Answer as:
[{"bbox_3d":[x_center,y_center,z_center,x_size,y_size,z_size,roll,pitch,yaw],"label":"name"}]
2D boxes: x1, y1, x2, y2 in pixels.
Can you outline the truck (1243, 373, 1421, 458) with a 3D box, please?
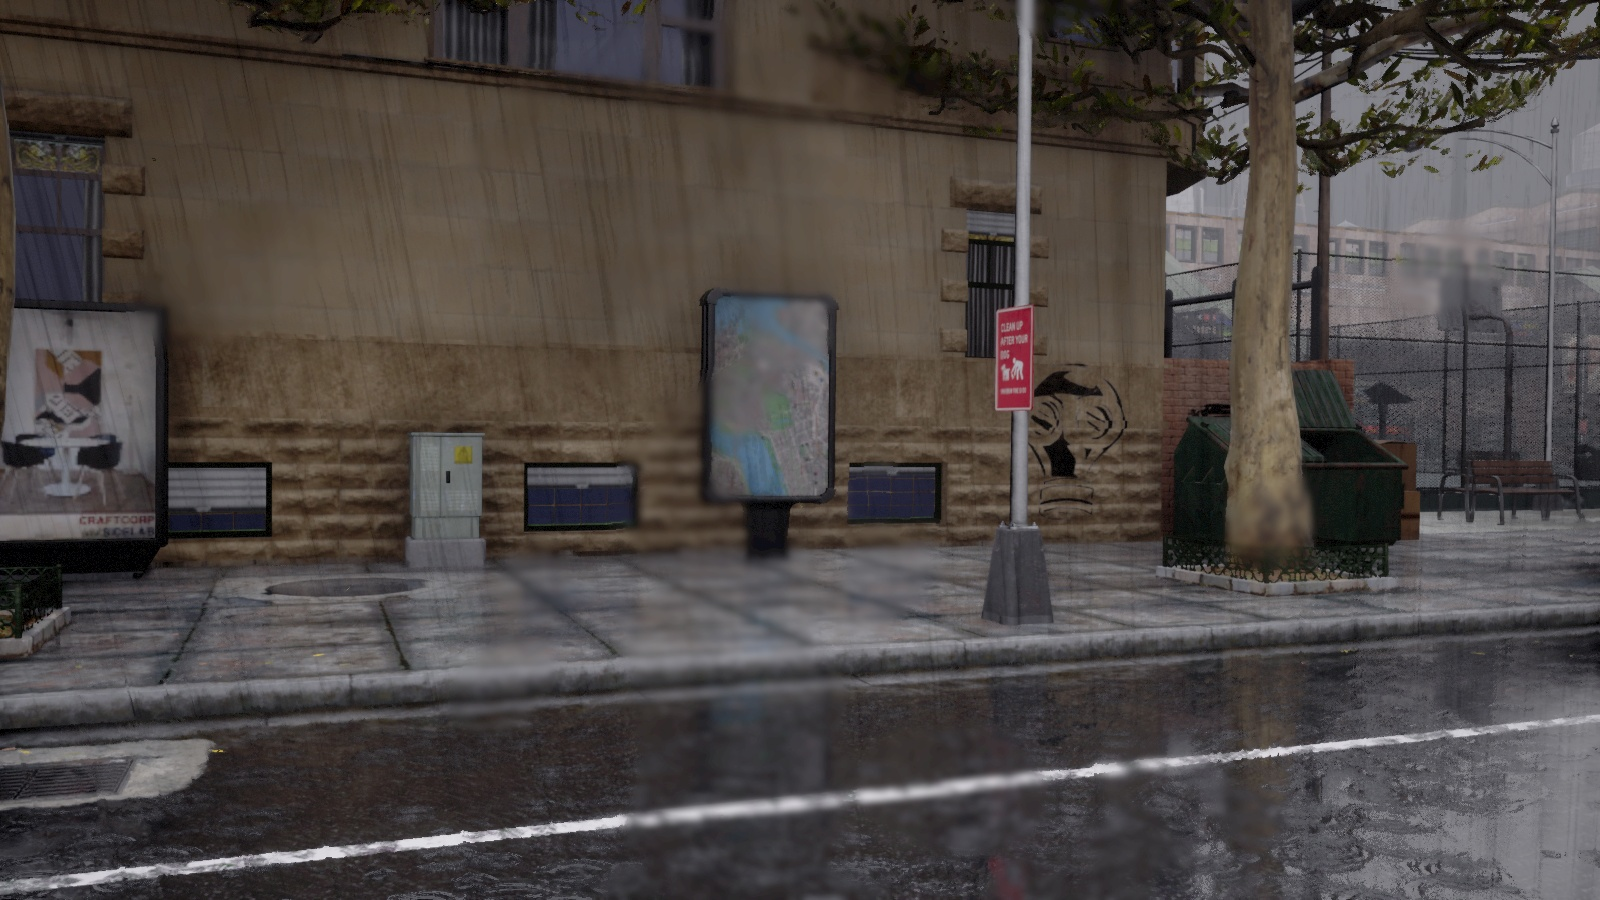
[{"bbox_3d":[25.539,-1.632,60.823,2.891,3.827,8.468,-1,1,-21],"label":"truck"}]
